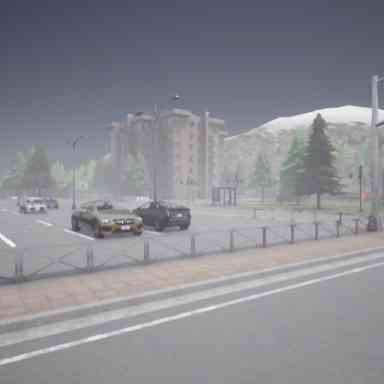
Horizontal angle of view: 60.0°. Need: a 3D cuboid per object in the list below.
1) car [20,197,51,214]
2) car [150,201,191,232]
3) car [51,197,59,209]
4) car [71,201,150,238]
[{"bbox_3d":[-15.200,1.325,31.849,1.970,1.475,3.806,0,0,-36],"label":"car"},{"bbox_3d":[-1.877,1.283,18.511,2.007,1.523,4.514,0,0,-36],"label":"car"},{"bbox_3d":[-17.129,1.314,39.610,1.845,1.501,3.633,0,0,-36],"label":"car"},{"bbox_3d":[-4.390,1.273,16.632,2.152,1.636,5.027,0,0,-36],"label":"car"}]
